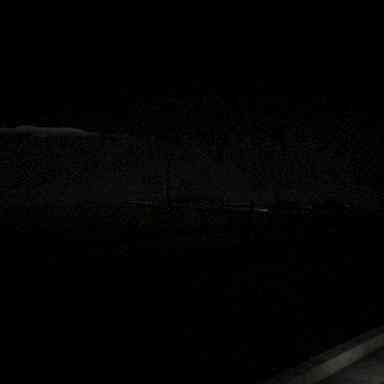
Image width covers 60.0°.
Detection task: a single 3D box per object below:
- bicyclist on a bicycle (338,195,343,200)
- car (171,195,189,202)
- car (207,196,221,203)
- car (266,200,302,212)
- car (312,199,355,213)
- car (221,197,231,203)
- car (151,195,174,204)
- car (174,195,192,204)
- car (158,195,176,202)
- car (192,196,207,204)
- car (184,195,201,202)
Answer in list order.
[{"bbox_3d":[23.074,1.302,51.786,1.656,1.620,0.582,0,0,-35],"label":"bicyclist on a bicycle"},{"bbox_3d":[-2.746,1.443,75.499,1.837,1.490,4.892,0,0,-35],"label":"car"},{"bbox_3d":[3.111,1.505,67.126,1.837,1.490,4.892,0,0,-35],"label":"car"},{"bbox_3d":[10.509,1.564,38.227,1.994,1.385,4.181,0,0,-34],"label":"car"},{"bbox_3d":[15.624,1.525,36.844,1.812,1.442,4.674,0,0,-33],"label":"car"},{"bbox_3d":[5.958,1.601,69.162,1.895,1.301,4.718,0,0,-35],"label":"car"},{"bbox_3d":[-5.888,1.477,61.760,1.882,1.535,5.008,0,0,-34],"label":"car"},{"bbox_3d":[-2.685,1.505,63.286,1.837,1.490,4.892,0,0,-35],"label":"car"},{"bbox_3d":[-5.615,1.446,73.494,1.837,1.490,4.892,0,0,-35],"label":"car"},{"bbox_3d":[0.195,1.505,65.188,1.837,1.490,4.892,0,0,-35],"label":"car"},{"bbox_3d":[0.122,1.495,77.505,1.994,1.385,4.181,0,0,-35],"label":"car"}]
